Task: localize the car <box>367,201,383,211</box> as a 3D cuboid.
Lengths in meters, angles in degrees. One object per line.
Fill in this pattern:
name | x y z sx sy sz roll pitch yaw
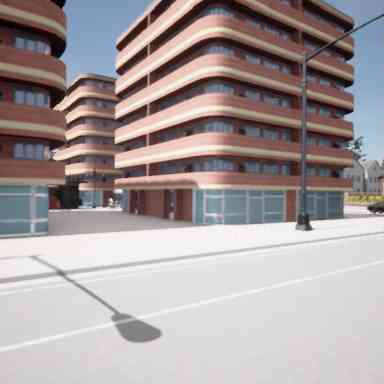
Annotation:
car | 21.695 1.735 36.623 1.812 1.442 4.674 1 0 -35
